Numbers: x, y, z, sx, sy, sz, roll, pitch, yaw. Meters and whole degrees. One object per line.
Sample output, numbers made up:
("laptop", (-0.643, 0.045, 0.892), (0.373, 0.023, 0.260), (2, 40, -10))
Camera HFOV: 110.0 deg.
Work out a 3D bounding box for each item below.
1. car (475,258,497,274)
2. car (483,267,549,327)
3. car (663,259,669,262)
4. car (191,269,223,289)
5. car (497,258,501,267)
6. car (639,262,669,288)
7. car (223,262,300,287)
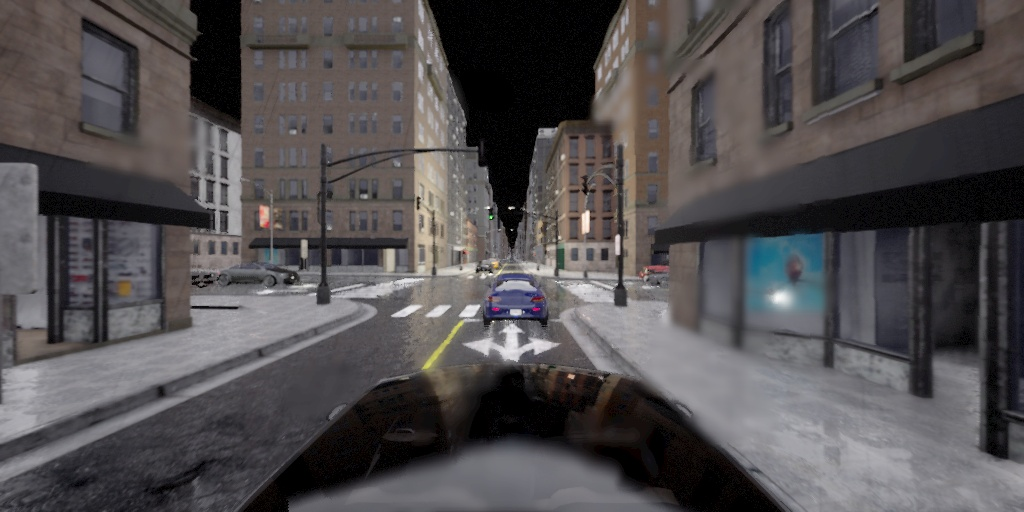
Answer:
("car", (-3.097, 1.203, 41.153), (1.837, 1.490, 4.892), (0, 0, 0))
("car", (0.099, 1.263, 11.419), (1.812, 1.442, 4.674), (0, 0, 0))
("car", (12.916, 1.175, 28.035), (5.566, 2.045, 2.150), (1, 0, -1))
("car", (-17.902, 1.072, 18.155), (4.718, 1.301, 1.895), (1, 0, 0))
("car", (-3.051, 1.158, 52.907), (1.882, 1.535, 5.008), (0, 1, 1))
("car", (11.648, 1.428, 24.766), (4.902, 1.511, 2.128), (1, 0, 0))
("car", (-15.055, 1.077, 21.398), (4.181, 1.385, 1.994), (1, 0, 1))
